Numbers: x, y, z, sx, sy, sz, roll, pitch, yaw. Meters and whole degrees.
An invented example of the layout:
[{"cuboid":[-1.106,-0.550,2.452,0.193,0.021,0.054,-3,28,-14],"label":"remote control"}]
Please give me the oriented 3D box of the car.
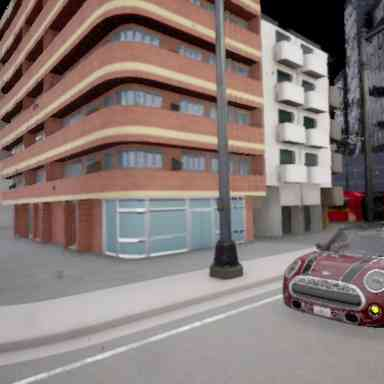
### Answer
[{"cuboid":[3.990,1.513,7.333,4.553,1.767,2.097,0,-2,-40],"label":"car"}]
